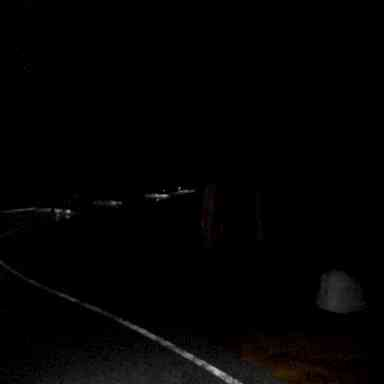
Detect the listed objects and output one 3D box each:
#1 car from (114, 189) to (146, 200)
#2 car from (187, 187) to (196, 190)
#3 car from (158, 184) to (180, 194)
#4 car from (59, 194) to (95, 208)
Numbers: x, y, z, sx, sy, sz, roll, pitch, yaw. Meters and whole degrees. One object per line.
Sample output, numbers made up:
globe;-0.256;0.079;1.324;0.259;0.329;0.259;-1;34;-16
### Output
car;-8.843;0.000;47.827;2.150;2.045;5.566;0;4;28
car;0.870;-1.207;64.014;2.128;1.511;4.902;0;5;34
car;-3.854;-0.503;56.560;1.837;1.490;4.892;0;5;32
car;-13.243;0.981;38.517;1.812;1.442;4.674;0;3;24
